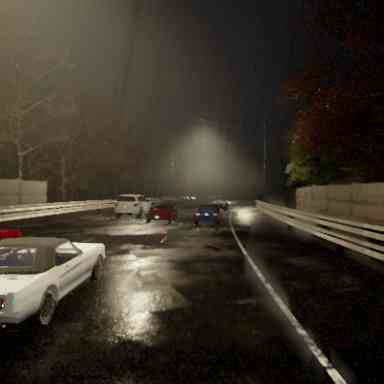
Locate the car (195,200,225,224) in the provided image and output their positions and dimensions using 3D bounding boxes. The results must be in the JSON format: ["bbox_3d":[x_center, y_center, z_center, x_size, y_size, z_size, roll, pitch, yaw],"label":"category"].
[{"bbox_3d":[1.261,1.601,25.375,2.033,1.411,5.357,0,0,6],"label":"car"}]

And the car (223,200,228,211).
[{"bbox_3d":[3.608,1.698,42.712,1.895,1.301,4.718,0,0,9],"label":"car"}]

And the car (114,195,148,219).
[{"bbox_3d":[-5.241,1.254,30.133,2.150,2.045,5.566,0,0,6],"label":"car"}]

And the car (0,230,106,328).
[{"bbox_3d":[-3.298,1.606,6.970,1.895,1.301,4.718,0,0,1],"label":"car"}]

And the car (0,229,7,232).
[{"bbox_3d":[-6.722,1.479,9.301,1.882,1.535,5.008,0,0,1],"label":"car"}]

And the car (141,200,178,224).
[{"bbox_3d":[-2.224,1.564,25.336,1.812,1.442,4.674,0,0,5],"label":"car"}]
